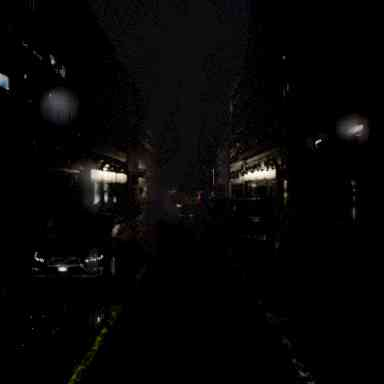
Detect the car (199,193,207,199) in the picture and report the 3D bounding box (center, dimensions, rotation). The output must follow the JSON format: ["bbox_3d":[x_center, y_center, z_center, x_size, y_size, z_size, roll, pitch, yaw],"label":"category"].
[{"bbox_3d":[2.538,0.971,77.887,1.802,1.307,4.206,-1,0,0],"label":"car"}]

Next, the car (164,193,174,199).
[{"bbox_3d":[-5.343,0.933,77.975,1.887,1.381,4.507,-1,0,0],"label":"car"}]

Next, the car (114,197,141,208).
[{"bbox_3d":[-5.332,1.222,27.115,1.967,1.590,4.097,-1,0,0],"label":"car"}]

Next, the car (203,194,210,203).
[{"bbox_3d":[2.547,1.240,38.237,1.887,1.381,4.507,-1,0,0],"label":"car"}]

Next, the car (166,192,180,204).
[{"bbox_3d":[-2.826,1.111,52.276,1.812,1.442,4.674,0,0,0],"label":"car"}]

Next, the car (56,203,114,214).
[{"bbox_3d":[-5.329,1.312,15.812,1.967,1.590,4.097,-1,0,0],"label":"car"}]

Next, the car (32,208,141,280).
[{"bbox_3d":[-2.853,1.425,9.758,1.837,1.490,4.892,0,0,0],"label":"car"}]

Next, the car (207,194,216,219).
[{"bbox_3d":[2.552,1.224,26.908,1.967,1.590,4.097,-1,0,0],"label":"car"}]

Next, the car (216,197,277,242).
[{"bbox_3d":[2.538,1.188,15.579,2.192,1.841,5.009,-1,0,0],"label":"car"}]

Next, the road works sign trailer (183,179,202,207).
[{"bbox_3d":[-0.009,0.121,43.223,2.380,3.560,2.880,0,0,0],"label":"road works sign trailer"}]

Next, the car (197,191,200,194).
[{"bbox_3d":[2.537,0.791,66.556,2.192,1.841,5.009,-1,0,0],"label":"car"}]

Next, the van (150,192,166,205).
[{"bbox_3d":[-5.339,0.947,49.718,1.690,1.788,3.998,-1,0,0],"label":"van"}]

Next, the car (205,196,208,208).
[{"bbox_3d":[2.548,1.321,32.574,1.802,1.307,4.206,-1,0,0],"label":"car"}]

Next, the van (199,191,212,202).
[{"bbox_3d":[2.540,0.904,55.229,1.690,1.788,3.998,-1,0,0],"label":"van"}]

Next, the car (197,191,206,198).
[{"bbox_3d":[2.531,0.618,89.213,2.192,1.841,5.009,-1,0,0],"label":"car"}]

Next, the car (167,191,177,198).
[{"bbox_3d":[-5.349,0.618,89.275,2.192,1.841,5.009,-1,0,0],"label":"car"}]
